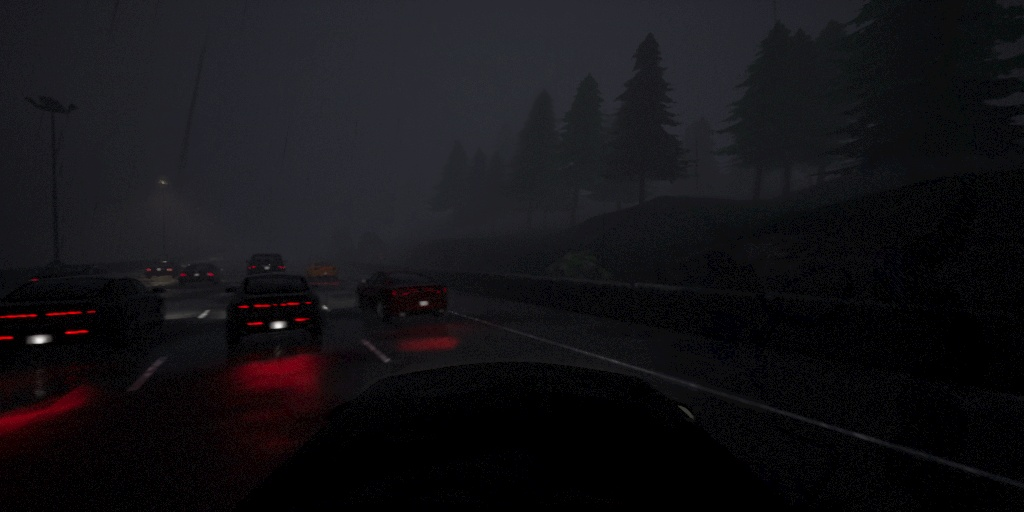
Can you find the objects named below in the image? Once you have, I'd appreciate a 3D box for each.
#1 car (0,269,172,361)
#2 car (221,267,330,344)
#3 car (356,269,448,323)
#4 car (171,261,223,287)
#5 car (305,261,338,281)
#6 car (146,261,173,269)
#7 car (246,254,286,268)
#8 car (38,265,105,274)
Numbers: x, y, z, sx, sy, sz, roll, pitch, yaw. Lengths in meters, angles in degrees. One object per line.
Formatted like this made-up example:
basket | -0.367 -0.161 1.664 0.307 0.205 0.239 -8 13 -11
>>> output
car | -9.696 1.208 8.294 1.837 1.490 4.892 0 0 -35
car | -6.342 1.212 9.603 1.837 1.490 4.892 0 0 -35
car | -3.912 1.183 12.237 1.882 1.535 5.008 0 0 -35
car | -20.430 1.172 23.652 2.033 1.411 5.357 0 0 -35
car | -14.971 1.102 28.060 1.882 1.535 5.008 0 0 -35
car | -29.592 1.122 30.647 2.033 1.411 5.357 0 0 -35
car | -17.225 0.849 25.175 2.150 2.045 5.566 0 0 -35
car | -19.414 1.144 16.088 2.128 1.511 4.902 0 0 -35
